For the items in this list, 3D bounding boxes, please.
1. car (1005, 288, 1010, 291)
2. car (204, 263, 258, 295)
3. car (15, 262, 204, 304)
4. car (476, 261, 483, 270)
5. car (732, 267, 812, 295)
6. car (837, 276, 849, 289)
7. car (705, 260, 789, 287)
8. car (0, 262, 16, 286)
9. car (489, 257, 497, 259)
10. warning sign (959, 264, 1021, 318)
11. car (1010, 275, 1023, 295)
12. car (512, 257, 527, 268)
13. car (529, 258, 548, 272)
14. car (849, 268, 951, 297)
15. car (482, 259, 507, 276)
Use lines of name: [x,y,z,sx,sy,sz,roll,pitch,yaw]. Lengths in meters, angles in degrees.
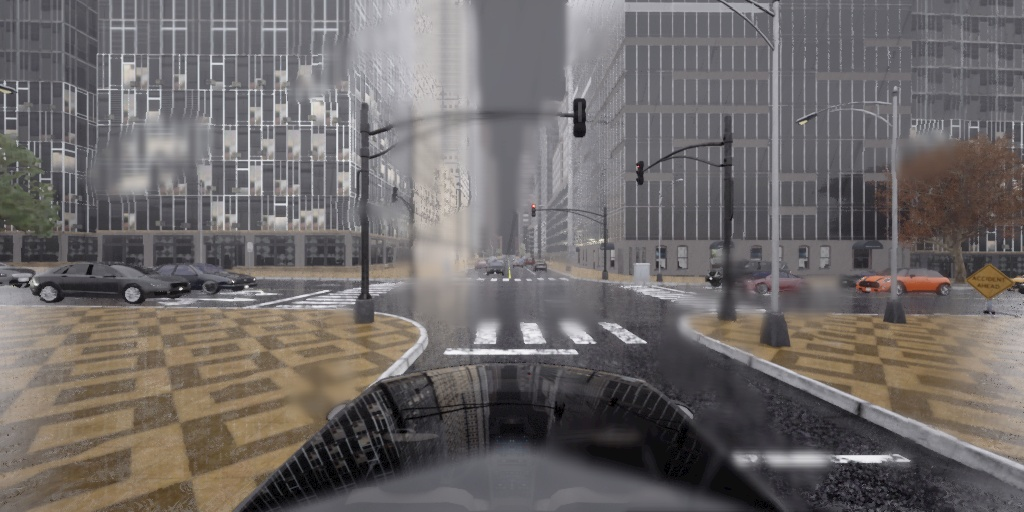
car: [39.835,1.969,26.816,5.008,1.535,1.882,1,0,-3]
car: [-15.438,1.040,17.272,5.357,1.411,2.033,1,0,0]
car: [-15.426,0.998,13.984,4.892,1.490,1.837,1,0,-3]
car: [-4.315,1.342,52.105,1.802,1.307,4.207,0,0,-1]
car: [16.090,1.631,22.339,4.181,1.385,1.994,1,0,-3]
car: [26.292,1.813,26.127,4.181,1.385,1.994,1,0,-3]
car: [16.903,1.303,25.635,5.566,2.045,2.150,1,0,-3]
car: [-25.372,0.802,16.723,4.902,1.511,2.128,1,0,-3]
car: [-1.805,1.267,48.237,1.837,1.490,4.892,0,0,-1]
warning sign: [17.214,1.204,12.935,1.060,1.860,1.300,0,0,-3]
car: [36.025,1.988,23.372,4.181,1.385,1.994,1,0,-3]
car: [0.980,1.300,63.333,2.033,1.411,5.357,0,0,-1]
car: [3.670,1.329,46.659,1.948,1.339,4.313,0,0,-1]
car: [24.784,1.575,22.790,4.553,1.767,2.097,1,0,-3]
car: [-1.710,1.314,38.433,2.033,1.411,5.357,0,0,-1]
